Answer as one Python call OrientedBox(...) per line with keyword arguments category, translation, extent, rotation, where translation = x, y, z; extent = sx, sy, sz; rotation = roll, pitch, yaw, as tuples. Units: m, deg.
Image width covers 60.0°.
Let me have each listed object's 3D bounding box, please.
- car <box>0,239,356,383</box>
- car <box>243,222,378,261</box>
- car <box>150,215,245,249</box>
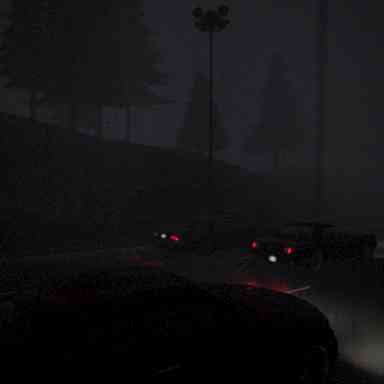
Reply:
OrientedBox(category="car", translation=(-0.447, 1.537, 3.426), extent=(4.674, 1.442, 1.812), rotation=(0, 0, -35))
OrientedBox(category="car", translation=(4.157, 1.670, 11.016), extent=(4.718, 1.301, 1.895), rotation=(0, 0, -36))
OrientedBox(category="car", translation=(1.042, 1.608, 13.092), extent=(5.357, 1.411, 2.033), rotation=(0, 0, -36))
